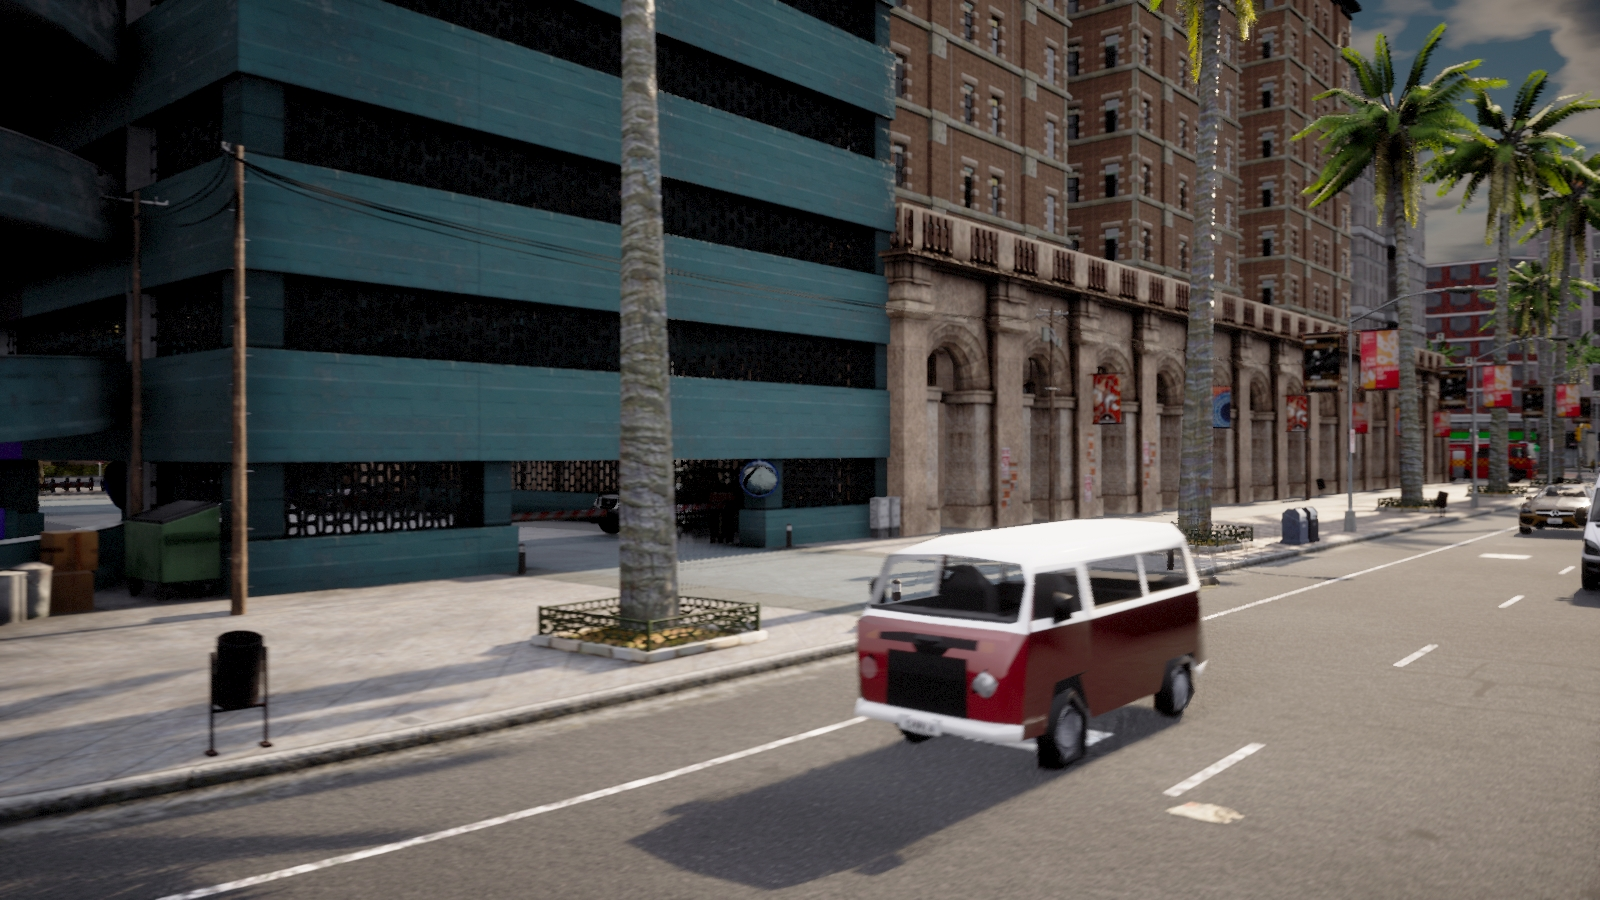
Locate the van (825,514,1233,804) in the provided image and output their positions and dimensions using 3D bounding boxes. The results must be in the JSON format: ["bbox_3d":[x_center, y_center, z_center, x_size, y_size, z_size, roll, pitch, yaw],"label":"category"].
[{"bbox_3d":[2.473,1.786,11.425,2.069,2.038,4.480,0,0,41],"label":"van"}]

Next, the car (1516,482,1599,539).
[{"bbox_3d":[25.987,1.999,38.780,2.152,1.651,5.027,0,0,41],"label":"car"}]

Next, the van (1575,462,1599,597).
[{"bbox_3d":[17.732,1.539,23.787,1.988,2.561,5.915,0,0,41],"label":"van"}]
